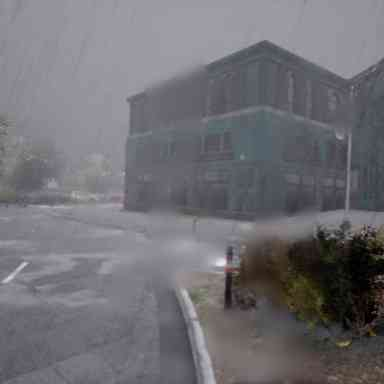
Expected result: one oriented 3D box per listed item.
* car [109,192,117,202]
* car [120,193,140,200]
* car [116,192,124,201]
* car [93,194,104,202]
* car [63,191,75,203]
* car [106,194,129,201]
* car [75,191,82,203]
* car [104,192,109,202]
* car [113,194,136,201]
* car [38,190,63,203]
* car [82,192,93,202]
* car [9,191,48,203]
[{"bbox_3d":[-19.161,1.286,71.096,4.792,1.488,2.163,1,0,-1],"label":"car"},{"bbox_3d":[-15.227,1.134,82.330,4.553,1.767,2.185,1,0,0],"label":"car"},{"bbox_3d":[-18.188,1.019,73.908,5.566,2.045,2.435,1,1,-1],"label":"car"},{"bbox_3d":[-20.990,0.949,65.468,5.566,2.045,2.435,2,-1,-2],"label":"car"},{"bbox_3d":[-23.741,0.792,56.987,5.566,2.045,2.435,2,-1,-2],"label":"car"},{"bbox_3d":[-17.196,1.277,76.729,4.892,1.521,2.231,1,0,-1],"label":"car"},{"bbox_3d":[-22.899,0.975,59.808,4.553,1.767,2.185,2,-1,-2],"label":"car"},{"bbox_3d":[-20.050,1.108,68.284,4.553,1.767,2.185,2,0,-2],"label":"car"},{"bbox_3d":[-16.196,1.271,79.525,5.008,1.535,2.097,1,1,-1],"label":"car"},{"bbox_3d":[-24.693,0.731,54.140,5.566,2.045,2.435,2,0,-3],"label":"car"},{"bbox_3d":[-22.143,1.147,62.617,5.366,1.575,1.946,2,0,-2],"label":"car"},{"bbox_3d":[-25.552,0.926,51.303,4.892,1.521,2.231,2,0,-3],"label":"car"}]
